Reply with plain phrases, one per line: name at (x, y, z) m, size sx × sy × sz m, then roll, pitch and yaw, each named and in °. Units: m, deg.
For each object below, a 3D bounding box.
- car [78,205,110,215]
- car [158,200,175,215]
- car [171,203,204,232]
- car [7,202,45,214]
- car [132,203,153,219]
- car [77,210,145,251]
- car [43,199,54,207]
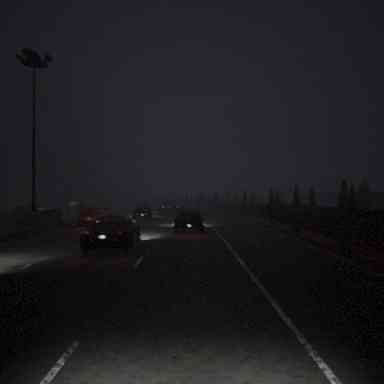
car at (-7.592, 1.795, 26.271) m, size 1.882 × 1.535 × 5.008 m, roll 0°, pitch -1°, yaw -5°
car at (-3.030, 1.832, 41.295) m, size 2.097 × 1.767 × 4.553 m, roll 0°, pitch -1°, yaw -13°
car at (-0.286, 1.763, 22.222) m, size 1.837 × 1.490 × 4.892 m, roll 0°, pitch 0°, yaw -3°
car at (-15.360, 1.945, 30.477) m, size 1.994 × 1.385 × 4.181 m, roll 0°, pitch -1°, yaw -9°
car at (-4.931, 1.894, 33.040) m, size 1.837 × 1.490 × 4.892 m, roll 0°, pitch -1°, yaw -8°
car at (-3.519, 1.744, 14.954) m, size 1.994 × 1.385 × 4.181 m, roll 0°, pitch -1°, yaw -1°
car at (-29.895, 2.280, 69.029) m, size 1.882 × 1.535 × 5.008 m, roll 0°, pitch -1°, yaw -31°
